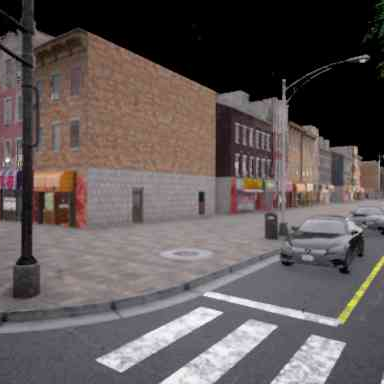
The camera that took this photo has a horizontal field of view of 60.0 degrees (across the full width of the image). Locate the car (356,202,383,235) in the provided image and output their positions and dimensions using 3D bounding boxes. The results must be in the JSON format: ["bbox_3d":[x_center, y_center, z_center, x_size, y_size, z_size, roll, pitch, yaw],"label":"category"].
[{"bbox_3d":[10.155,1.509,18.909,1.812,1.442,4.674,0,0,36],"label":"car"}]

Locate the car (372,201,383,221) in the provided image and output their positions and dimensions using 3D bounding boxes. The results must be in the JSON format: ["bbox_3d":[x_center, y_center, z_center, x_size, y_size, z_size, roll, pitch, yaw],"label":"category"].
[{"bbox_3d":[15.976,1.509,27.043,1.812,1.442,4.674,0,0,36],"label":"car"}]

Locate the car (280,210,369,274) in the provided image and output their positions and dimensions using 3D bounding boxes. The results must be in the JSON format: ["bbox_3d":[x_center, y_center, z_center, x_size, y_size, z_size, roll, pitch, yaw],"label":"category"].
[{"bbox_3d":[4.398,1.509,10.859,1.812,1.442,4.674,0,0,34],"label":"car"}]
